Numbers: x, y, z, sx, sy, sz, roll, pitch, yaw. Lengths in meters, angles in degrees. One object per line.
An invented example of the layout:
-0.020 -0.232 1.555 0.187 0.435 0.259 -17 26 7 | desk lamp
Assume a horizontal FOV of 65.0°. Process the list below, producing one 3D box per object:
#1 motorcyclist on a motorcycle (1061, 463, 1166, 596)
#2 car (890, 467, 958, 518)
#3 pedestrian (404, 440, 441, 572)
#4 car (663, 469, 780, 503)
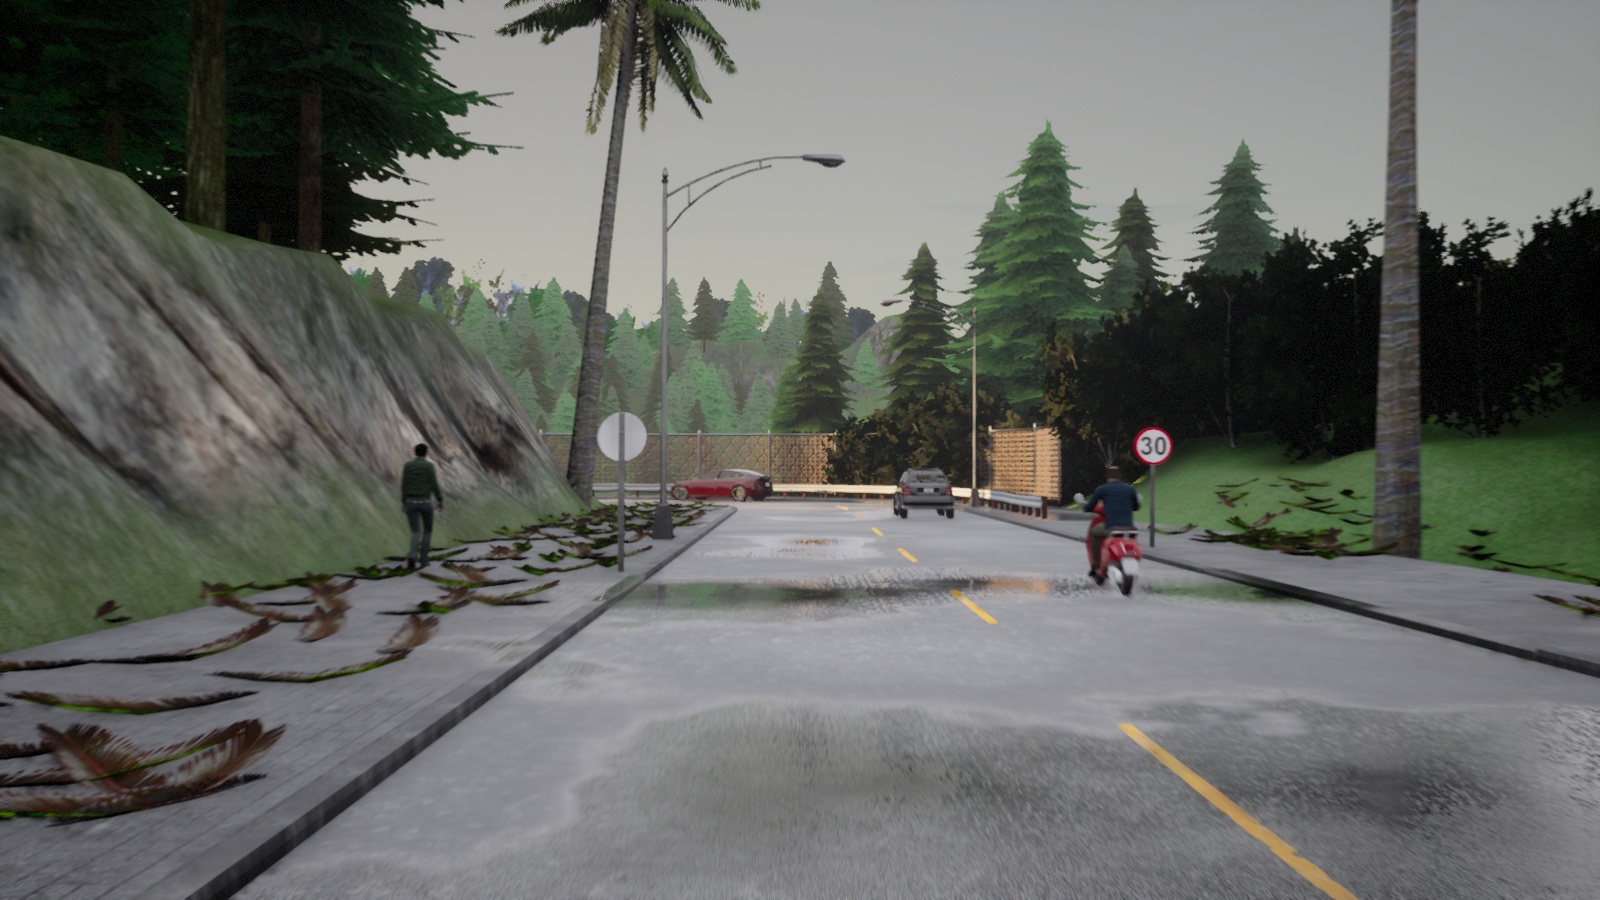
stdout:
3.964 0.966 16.016 0.866 1.590 1.817 0 -1 0 | motorcyclist on a motorcycle
3.908 1.321 40.068 1.789 1.549 3.705 0 -1 0 | car
-5.353 0.785 17.825 0.353 1.847 0.614 0 -1 -1 | pedestrian
-3.543 1.602 56.704 4.792 1.488 2.163 -1 -1 25 | car
